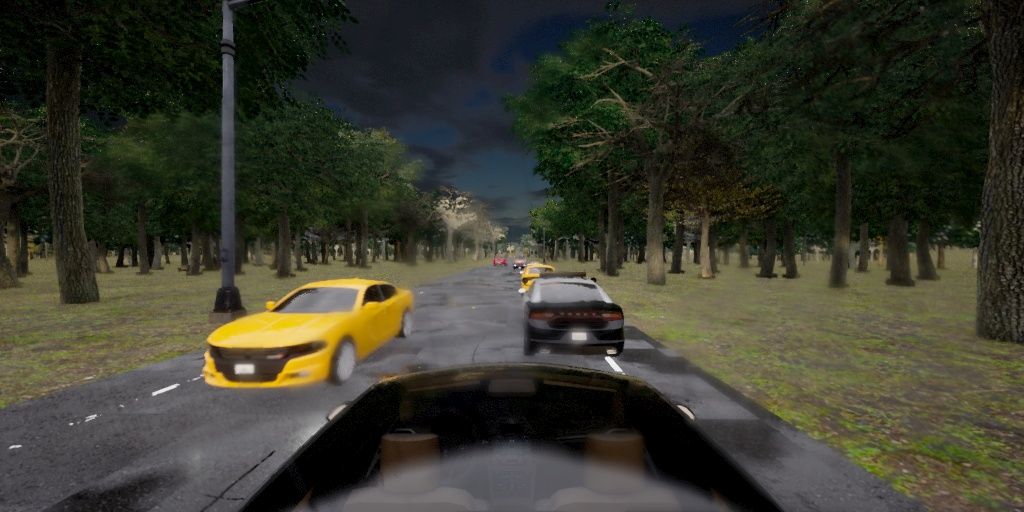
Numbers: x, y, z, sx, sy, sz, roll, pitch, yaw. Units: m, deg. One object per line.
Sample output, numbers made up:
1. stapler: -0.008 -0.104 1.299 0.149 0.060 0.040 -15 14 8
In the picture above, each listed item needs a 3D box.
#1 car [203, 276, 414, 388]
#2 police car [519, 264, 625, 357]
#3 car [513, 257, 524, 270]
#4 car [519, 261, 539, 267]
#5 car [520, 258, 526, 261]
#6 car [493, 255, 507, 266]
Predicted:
1. car: -3.476 1.224 7.236 1.882 1.535 5.008 0 0 1
2. police car: 1.209 1.170 8.719 1.930 1.638 5.238 0 0 1
3. car: 1.091 1.226 48.582 1.895 1.301 4.718 0 0 2
4. car: 1.432 1.207 18.609 1.882 1.535 5.008 0 0 1
5. car: 1.571 1.170 24.797 1.801 1.575 5.366 0 0 1
6. car: -2.112 0.769 63.277 2.150 2.045 5.566 0 0 1
